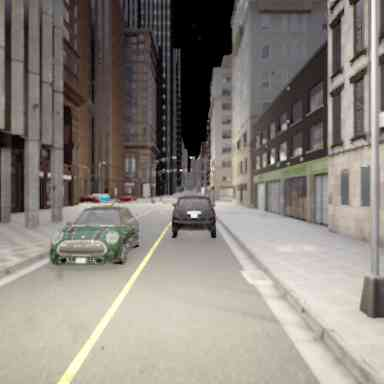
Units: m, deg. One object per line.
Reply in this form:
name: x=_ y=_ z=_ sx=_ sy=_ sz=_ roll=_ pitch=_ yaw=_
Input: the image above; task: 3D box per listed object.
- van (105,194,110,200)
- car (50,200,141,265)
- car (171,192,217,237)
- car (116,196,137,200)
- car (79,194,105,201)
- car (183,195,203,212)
van: x=-19.618 y=1.362 z=71.108 sx=3.998 sy=1.788 sz=1.690 roll=-1 pitch=1 yaw=0
car: x=-3.099 y=1.312 z=11.516 sx=2.097 sy=1.767 sz=4.553 roll=0 pitch=0 yaw=0
car: x=0.100 y=1.160 z=17.678 sx=2.150 sy=2.045 sz=5.566 roll=0 pitch=0 yaw=0
car: x=-13.992 y=1.498 z=71.091 sx=4.507 sy=1.381 sz=1.887 roll=-1 pitch=1 yaw=0
car: x=-19.638 y=1.322 z=62.582 sx=5.009 sy=1.841 sz=2.192 roll=-1 pitch=1 yaw=0
car: x=0.100 y=1.229 z=37.576 sx=2.097 sy=1.767 sz=4.553 roll=0 pitch=0 yaw=0
